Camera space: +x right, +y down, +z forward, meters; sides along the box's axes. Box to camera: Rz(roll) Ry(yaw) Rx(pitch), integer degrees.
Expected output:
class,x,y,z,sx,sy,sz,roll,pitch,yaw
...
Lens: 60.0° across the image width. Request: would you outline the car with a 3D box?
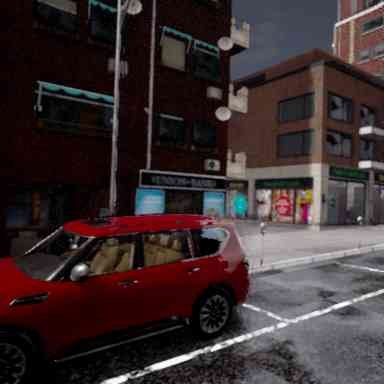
class,x,y,z,sx,sy,sz,roll,pitch,yaw
car,-1.271,1.336,5.156,5.009,1.841,2.192,1,1,-35
